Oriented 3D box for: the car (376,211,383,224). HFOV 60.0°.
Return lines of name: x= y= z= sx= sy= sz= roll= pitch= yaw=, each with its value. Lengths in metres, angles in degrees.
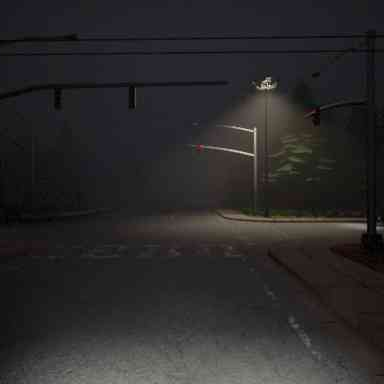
car: x=14.896 y=1.510 z=22.121 sx=4.892 sy=1.490 sz=1.837 roll=0 pitch=0 yaw=1
